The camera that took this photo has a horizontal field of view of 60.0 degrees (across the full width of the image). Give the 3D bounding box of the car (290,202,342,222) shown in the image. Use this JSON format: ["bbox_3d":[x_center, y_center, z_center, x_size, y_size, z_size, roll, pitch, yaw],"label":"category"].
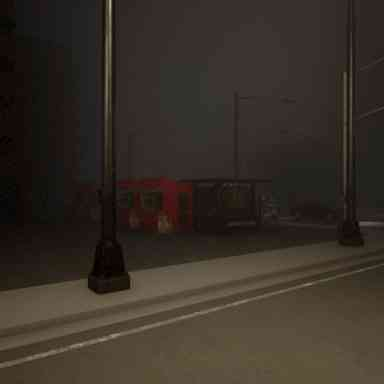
[{"bbox_3d":[10.499,1.612,27.588,1.837,1.490,4.892,0,-1,-36],"label":"car"}]
